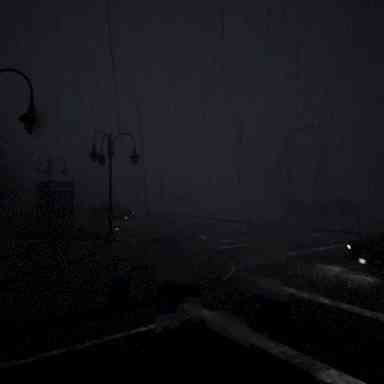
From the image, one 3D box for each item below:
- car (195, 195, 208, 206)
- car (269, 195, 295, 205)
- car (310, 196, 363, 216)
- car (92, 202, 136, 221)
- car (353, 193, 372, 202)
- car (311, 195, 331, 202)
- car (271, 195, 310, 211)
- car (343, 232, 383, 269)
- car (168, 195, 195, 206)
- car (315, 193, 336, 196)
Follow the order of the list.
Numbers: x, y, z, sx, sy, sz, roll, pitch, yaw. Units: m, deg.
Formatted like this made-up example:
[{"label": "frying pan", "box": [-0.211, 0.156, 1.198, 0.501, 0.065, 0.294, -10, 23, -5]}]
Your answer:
[{"label": "car", "box": [0.475, 1.330, 53.276, 2.152, 1.636, 5.027, 0, 0, -36]}, {"label": "car", "box": [14.575, 1.313, 53.898, 1.845, 1.501, 3.633, 0, 0, -36]}, {"label": "car", "box": [13.061, 1.375, 30.214, 1.845, 1.501, 3.633, 0, 0, -36]}, {"label": "car", "box": [-6.543, 1.557, 27.326, 2.033, 1.411, 5.357, 0, 0, -36]}, {"label": "car", "box": [33.298, 1.080, 66.308, 1.932, 1.855, 4.605, 0, 0, -36]}, {"label": "car", "box": [28.348, 1.343, 73.192, 1.970, 1.475, 3.806, 0, 0, -36]}, {"label": "car", "box": [11.183, 1.384, 37.988, 1.970, 1.475, 3.806, 0, 0, -36]}, {"label": "car", "box": [7.443, 1.575, 10.148, 5.357, 1.411, 2.033, 0, 0, -14]}, {"label": "car", "box": [-2.050, 1.341, 51.414, 2.007, 1.523, 4.514, 0, 0, -36]}, {"label": "car", "box": [22.739, 1.287, 59.661, 2.007, 1.523, 4.514, 0, 0, -36]}]
